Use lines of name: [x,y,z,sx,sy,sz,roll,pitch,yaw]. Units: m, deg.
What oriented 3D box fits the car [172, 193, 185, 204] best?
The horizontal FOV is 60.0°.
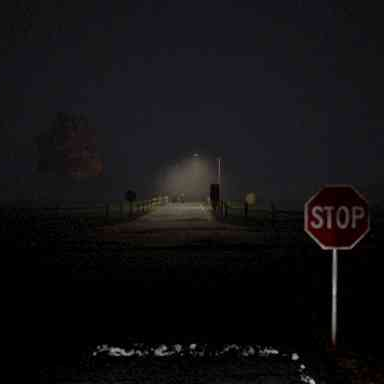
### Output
car: [-2.628,1.236,65.764,2.150,2.045,5.566,0,0,0]
